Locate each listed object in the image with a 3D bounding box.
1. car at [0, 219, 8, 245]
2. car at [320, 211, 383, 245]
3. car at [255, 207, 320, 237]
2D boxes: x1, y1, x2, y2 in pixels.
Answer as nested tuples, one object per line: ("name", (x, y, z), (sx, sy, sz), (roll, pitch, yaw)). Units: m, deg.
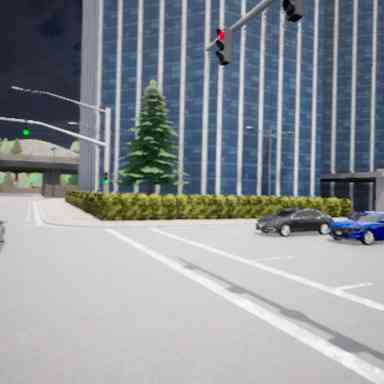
("car", (-7.753, 1.377, 11.771), (2.033, 1.411, 5.357), (1, 0, -26))
("car", (9.180, 1.719, 16.819), (5.008, 1.535, 1.882), (1, 0, -26))
("car", (5.906, 1.671, 19.105), (4.892, 1.490, 1.837), (1, 0, -26))
